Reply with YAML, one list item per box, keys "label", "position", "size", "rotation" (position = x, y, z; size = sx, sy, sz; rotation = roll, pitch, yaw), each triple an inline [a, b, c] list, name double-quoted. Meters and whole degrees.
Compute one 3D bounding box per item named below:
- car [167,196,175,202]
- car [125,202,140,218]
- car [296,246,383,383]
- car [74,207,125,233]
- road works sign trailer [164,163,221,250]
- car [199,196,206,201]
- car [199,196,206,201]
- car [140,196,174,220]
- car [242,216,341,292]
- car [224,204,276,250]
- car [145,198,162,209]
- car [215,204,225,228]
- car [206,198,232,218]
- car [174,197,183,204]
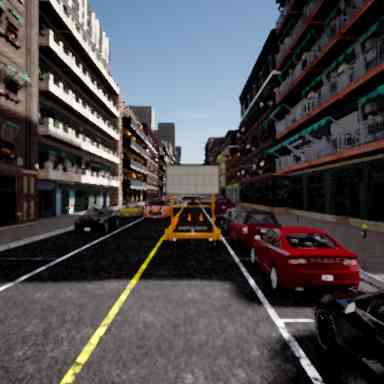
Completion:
- label: "car"
  position: [-5.520, 1.787, 87.803]
  size: [1.967, 1.590, 4.097]
  rotation: [0, 0, 0]
- label: "car"
  position: [-5.628, 1.656, 31.269]
  size: [1.752, 1.417, 4.829]
  rotation: [0, 0, 0]
- label: "car"
  position: [2.698, 1.580, 3.238]
  size: [1.947, 1.339, 4.313]
  rotation: [0, 0, 0]
- label: "car"
  position: [-5.650, 1.652, 20.165]
  size: [1.947, 1.339, 4.313]
  rotation: [0, 0, 0]
- label: "road works sign trailer"
  position: [0.029, 0.527, 14.653]
  size: [2.380, 3.560, 2.880]
  rotation: [0, 0, 0]
- label: "car"
  position: [2.871, 1.911, 93.419]
  size: [1.887, 1.381, 4.507]
  rotation: [0, 0, 0]
- label: "car"
  position: [2.850, 1.851, 82.317]
  size: [1.752, 1.417, 4.829]
  rotation: [0, 0, 0]
- label: "car"
  position: [-3.040, 1.477, 29.773]
  size: [2.097, 1.767, 4.553]
  rotation: [0, 0, 0]
- label: "car"
  position: [2.710, 1.583, 8.874]
  size: [1.887, 1.381, 4.507]
  rotation: [0, 0, 0]
- label: "car"
  position: [2.721, 1.502, 14.511]
  size: [1.967, 1.590, 4.097]
  rotation: [0, 0, 0]
- label: "car"
  position: [-5.596, 1.638, 48.349]
  size: [1.967, 1.590, 4.097]
  rotation: [0, 0, 0]
- label: "car"
  position: [2.731, 1.636, 20.146]
  size: [2.008, 1.369, 4.403]
  rotation: [0, 0, 0]
- label: "car"
  position: [2.754, 1.446, 31.420]
  size: [2.192, 1.841, 5.009]
  rotation: [0, 0, 0]
- label: "car"
  position: [-2.865, 1.789, 70.680]
  size: [2.128, 1.511, 4.902]
  rotation: [0, 0, 0]
